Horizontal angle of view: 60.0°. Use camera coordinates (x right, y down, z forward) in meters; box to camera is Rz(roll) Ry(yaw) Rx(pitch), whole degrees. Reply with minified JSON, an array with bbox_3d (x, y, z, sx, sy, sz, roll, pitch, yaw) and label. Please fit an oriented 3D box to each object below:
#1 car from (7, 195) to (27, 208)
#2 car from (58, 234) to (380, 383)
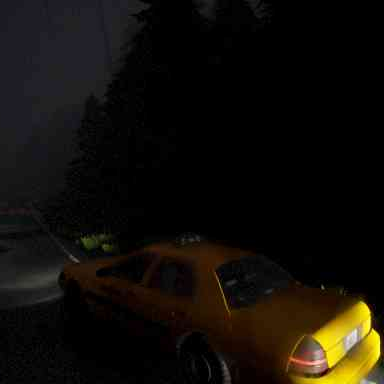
[{"bbox_3d":[-21.051,1.057,40.116,2.128,1.511,4.902,-2,2,-26],"label":"car"},{"bbox_3d":[-0.245,1.417,5.097,5.366,1.575,1.801,1,1,44],"label":"car"}]
